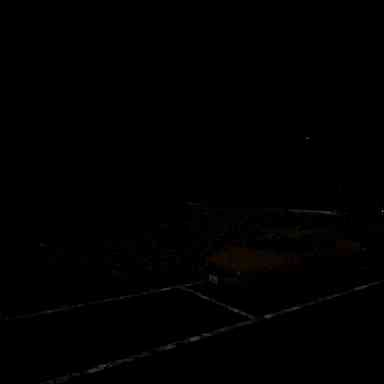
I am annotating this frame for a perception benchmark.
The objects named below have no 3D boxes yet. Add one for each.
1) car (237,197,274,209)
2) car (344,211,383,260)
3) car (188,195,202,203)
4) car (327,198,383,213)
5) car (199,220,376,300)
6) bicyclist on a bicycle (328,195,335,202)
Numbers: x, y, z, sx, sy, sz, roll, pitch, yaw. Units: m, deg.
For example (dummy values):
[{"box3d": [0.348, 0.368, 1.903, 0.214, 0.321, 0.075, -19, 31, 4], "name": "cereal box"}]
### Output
[{"box3d": [7.704, 1.337, 40.609, 1.895, 1.301, 4.718, 1, 0, -34], "name": "car"}, {"box3d": [7.196, 1.547, 11.688, 4.507, 1.381, 1.887, 0, 1, -35], "name": "car"}, {"box3d": [-0.376, 1.195, 58.003, 1.895, 1.301, 4.718, 1, 0, -34], "name": "car"}, {"box3d": [14.788, 1.342, 30.247, 2.128, 1.511, 4.902, 1, 0, -34], "name": "car"}, {"box3d": [2.432, 1.527, 8.389, 4.829, 1.417, 1.752, 0, 1, -35], "name": "car"}, {"box3d": [16.404, 1.158, 38.940, 1.656, 1.620, 0.582, 0, 0, -34], "name": "bicyclist on a bicycle"}]
